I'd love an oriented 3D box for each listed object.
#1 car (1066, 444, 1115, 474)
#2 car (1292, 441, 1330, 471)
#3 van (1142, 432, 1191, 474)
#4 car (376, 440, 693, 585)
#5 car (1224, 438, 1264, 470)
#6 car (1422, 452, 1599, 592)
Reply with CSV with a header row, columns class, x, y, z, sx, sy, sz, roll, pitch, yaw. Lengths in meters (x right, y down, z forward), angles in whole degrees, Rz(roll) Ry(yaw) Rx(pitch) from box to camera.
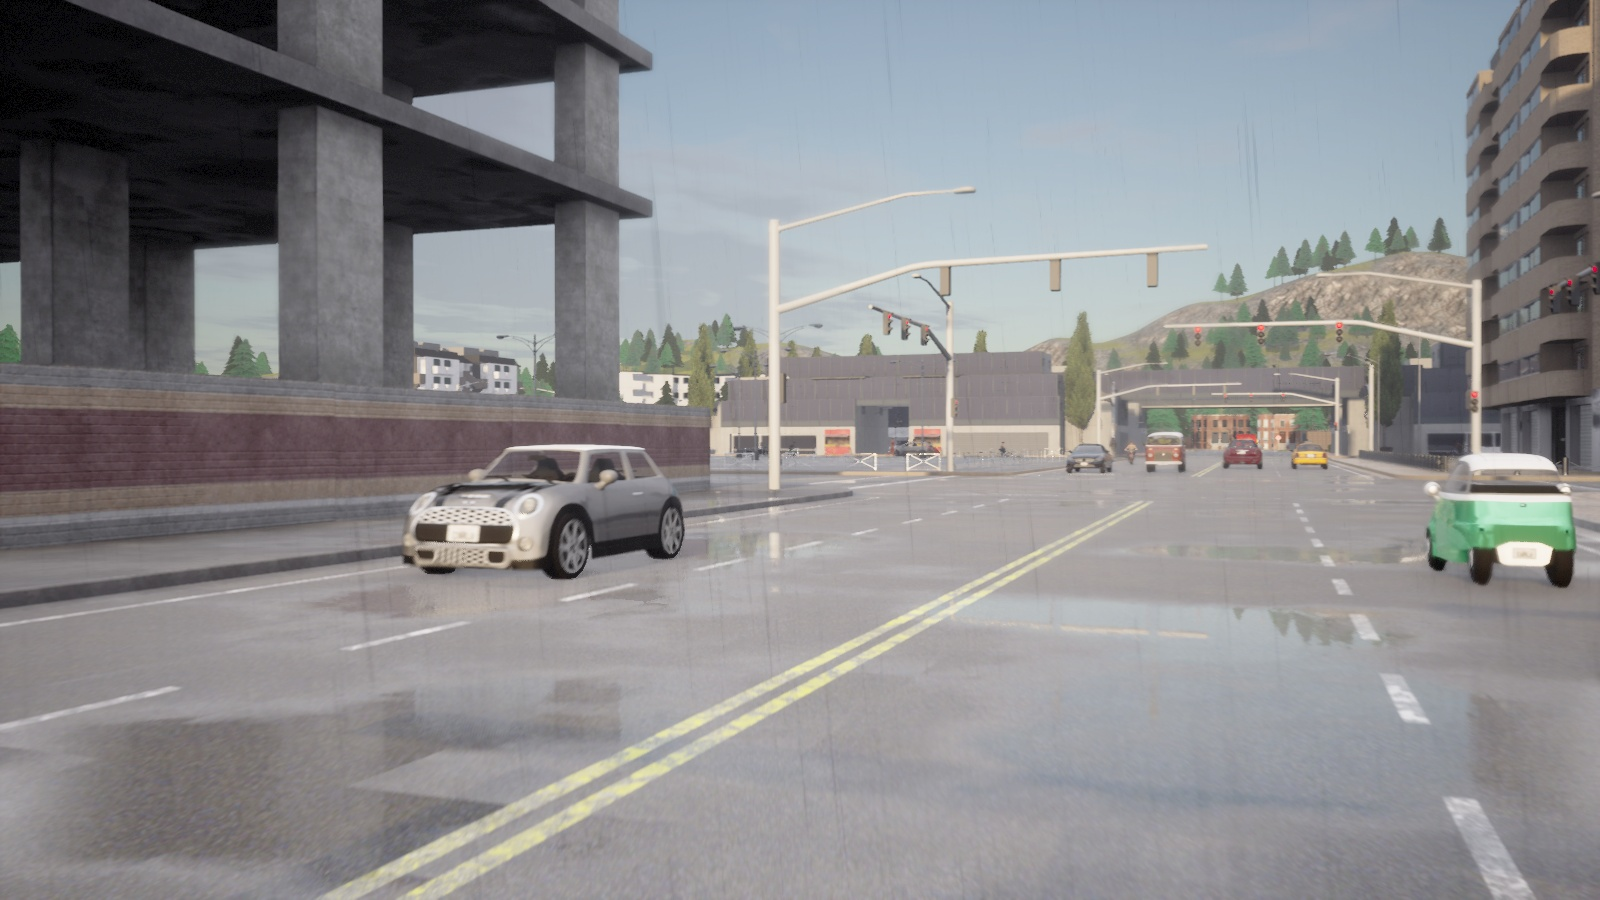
class,x,y,z,sx,sy,sz,roll,pitch,yaw
car,14.445,0.430,62.335,1.812,1.442,4.674,0,0,20
car,28.620,0.308,70.465,1.801,1.575,5.366,0,0,20
van,18.426,0.127,63.019,2.069,2.038,4.480,0,0,20
car,-2.974,0.625,14.934,1.970,1.475,3.806,0,0,20
car,25.587,0.214,72.358,2.097,1.767,4.553,0,0,20
car,7.815,0.729,13.854,1.481,1.376,2.207,0,1,20
